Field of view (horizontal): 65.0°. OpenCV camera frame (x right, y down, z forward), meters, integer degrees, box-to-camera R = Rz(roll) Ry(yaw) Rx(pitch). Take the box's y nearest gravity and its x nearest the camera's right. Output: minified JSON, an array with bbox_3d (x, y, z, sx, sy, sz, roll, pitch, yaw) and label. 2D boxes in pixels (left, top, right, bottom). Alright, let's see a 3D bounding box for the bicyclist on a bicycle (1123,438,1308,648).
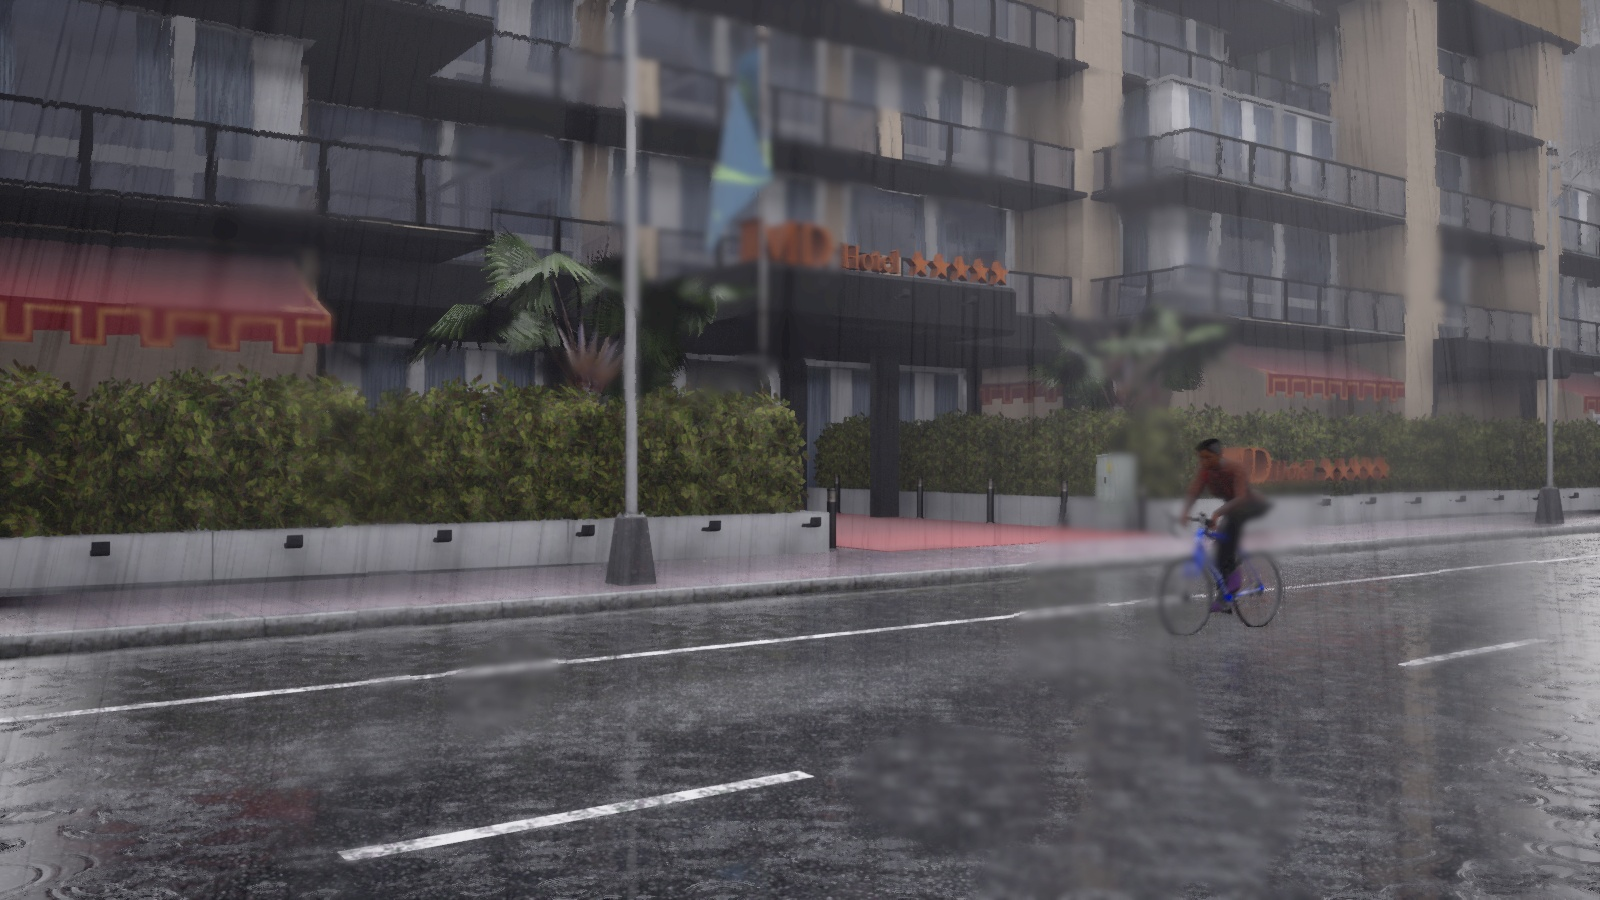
[{"bbox_3d":[3.472,0.716,10.440,1.656,1.620,0.582,0,0,-36],"label":"bicyclist on a bicycle"}]
